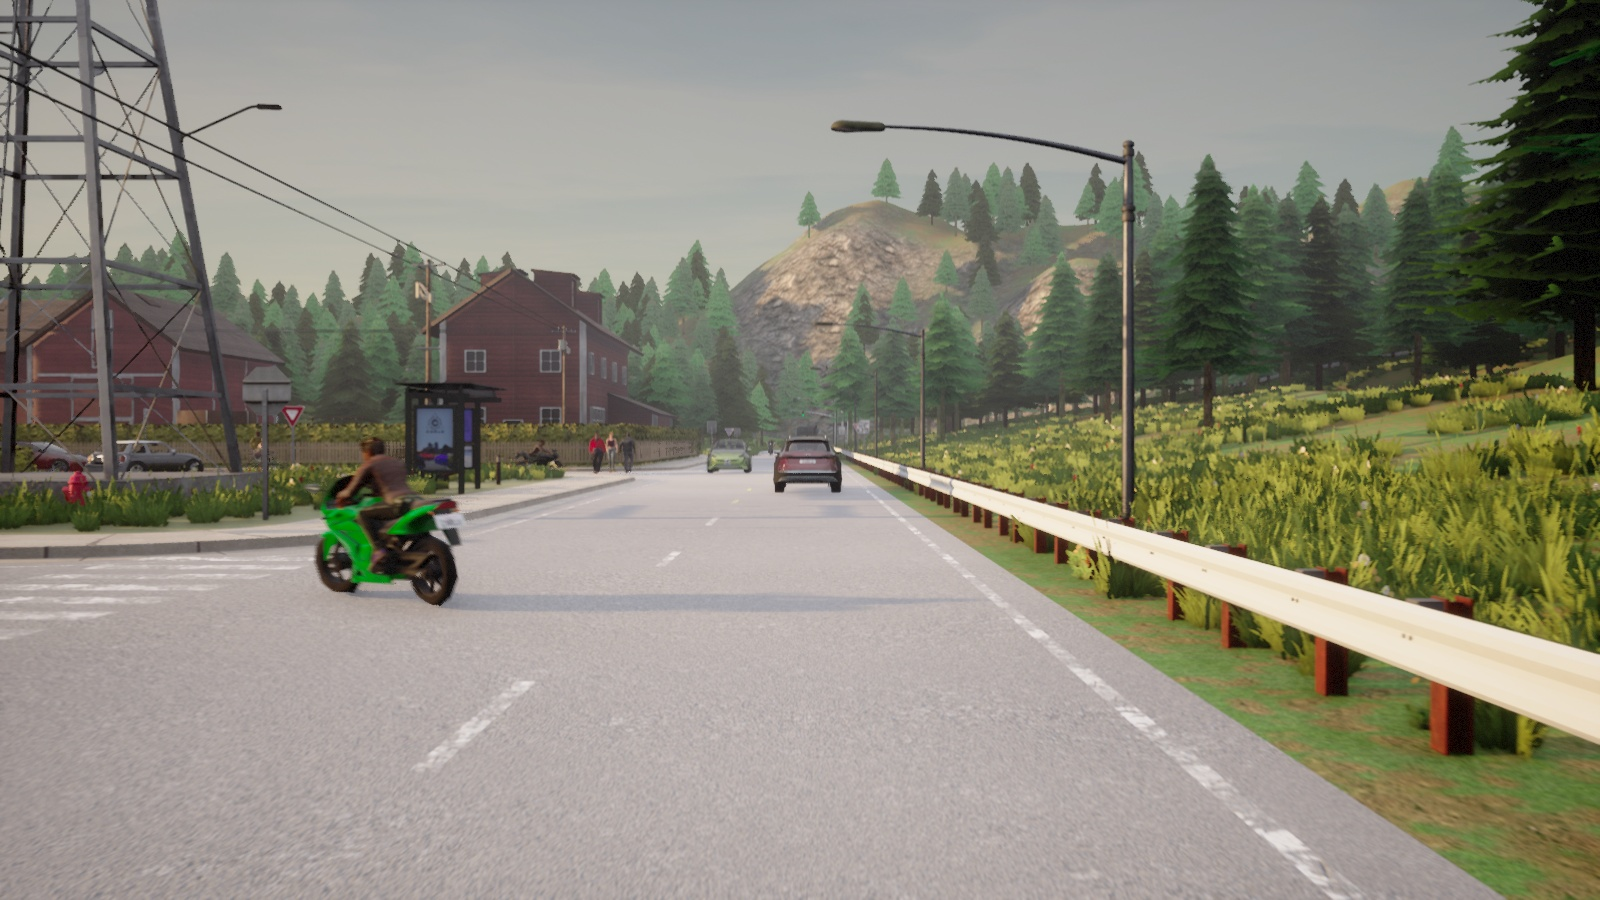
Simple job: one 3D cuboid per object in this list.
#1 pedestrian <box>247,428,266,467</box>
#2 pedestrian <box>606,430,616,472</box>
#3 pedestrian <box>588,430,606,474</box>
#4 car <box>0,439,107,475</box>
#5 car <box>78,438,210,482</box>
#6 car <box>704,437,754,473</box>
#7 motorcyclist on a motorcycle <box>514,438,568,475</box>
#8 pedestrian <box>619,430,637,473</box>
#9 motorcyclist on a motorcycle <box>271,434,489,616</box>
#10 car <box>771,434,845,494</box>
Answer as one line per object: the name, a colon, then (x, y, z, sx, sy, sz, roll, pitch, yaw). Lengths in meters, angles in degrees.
pedestrian: (-25.827, -0.137, 59.661, 0.726, 1.835, 0.370, 0, 0, 1)
pedestrian: (-8.425, 0.038, 55.988, 0.345, 1.836, 0.594, 0, 0, -3)
pedestrian: (-8.603, 0.063, 53.200, 0.634, 1.844, 0.899, 0, 1, -16)
car: (-31.782, 0.268, 52.162, 4.792, 1.488, 2.163, 0, 0, 0)
car: (-22.701, 0.315, 43.596, 1.970, 1.475, 3.806, 0, 1, 16)
car: (-3.163, 0.196, 56.877, 2.007, 1.525, 4.514, 0, 0, 0)
motorcyclist on a motorcycle: (-10.759, 0.267, 52.190, 2.044, 1.523, 0.797, 0, 0, 1)
pedestrian: (-7.532, 0.047, 55.079, 0.563, 1.883, 0.849, 0, 1, 9)
motorcyclist on a motorcycle: (-3.882, 0.625, 11.547, 2.044, 1.523, 0.797, 0, 3, 35)
car: (0.225, 0.354, 37.079, 2.033, 1.649, 4.856, 0, 0, 0)
